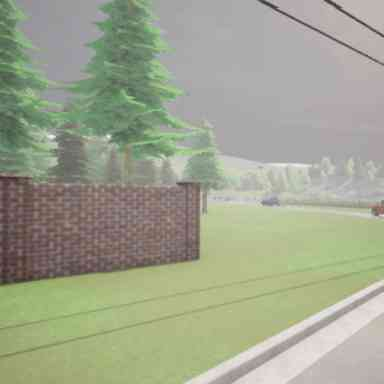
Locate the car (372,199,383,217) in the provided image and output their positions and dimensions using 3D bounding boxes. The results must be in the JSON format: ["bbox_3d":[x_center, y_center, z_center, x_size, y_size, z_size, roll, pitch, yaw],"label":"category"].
[{"bbox_3d":[20.681,1.681,34.229,2.150,2.045,5.566,1,-1,7],"label":"car"}]

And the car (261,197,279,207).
[{"bbox_3d":[16.147,2.016,68.945,2.150,2.045,5.566,0,-1,-9],"label":"car"}]
